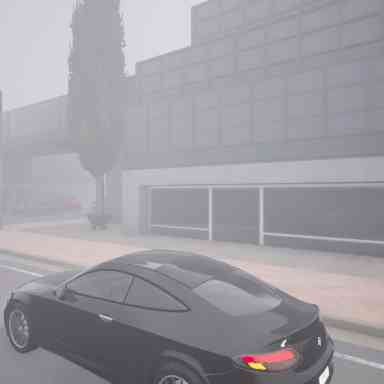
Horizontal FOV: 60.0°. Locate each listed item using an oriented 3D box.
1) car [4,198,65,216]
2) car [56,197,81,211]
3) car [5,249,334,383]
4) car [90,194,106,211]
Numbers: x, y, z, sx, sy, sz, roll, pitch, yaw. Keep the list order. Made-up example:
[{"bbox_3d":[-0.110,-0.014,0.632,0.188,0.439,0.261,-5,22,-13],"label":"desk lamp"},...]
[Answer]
[{"bbox_3d":[-15.614,1.601,33.140,1.895,1.301,4.718,0,0,36],"label":"car"},{"bbox_3d":[-15.476,1.352,39.325,2.097,1.767,4.553,0,0,36],"label":"car"},{"bbox_3d":[-0.638,1.526,4.441,4.674,1.442,1.812,0,0,36],"label":"car"},{"bbox_3d":[-9.909,1.221,41.072,2.150,2.045,5.566,0,0,35],"label":"car"}]
